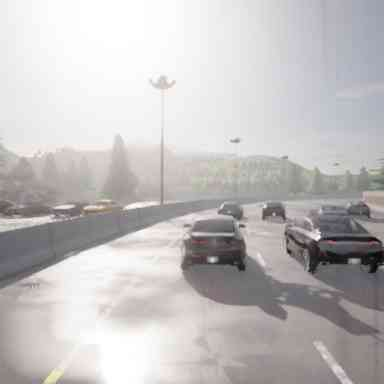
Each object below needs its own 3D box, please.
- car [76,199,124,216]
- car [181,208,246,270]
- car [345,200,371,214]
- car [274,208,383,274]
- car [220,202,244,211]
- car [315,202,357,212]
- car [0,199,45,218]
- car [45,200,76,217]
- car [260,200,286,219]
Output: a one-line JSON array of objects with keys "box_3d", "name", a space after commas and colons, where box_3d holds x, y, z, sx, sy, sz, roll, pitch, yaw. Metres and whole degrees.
[{"box_3d": [-7.531, 1.412, 28.505, 1.882, 1.535, 5.008, 0, 0, 11], "name": "car"}, {"box_3d": [0.728, 1.492, 11.025, 1.837, 1.490, 4.892, 0, 0, 5], "name": "car"}, {"box_3d": [14.410, 1.500, 29.690, 2.128, 1.511, 4.902, 0, 0, 13], "name": "car"}, {"box_3d": [4.200, 1.491, 10.616, 2.128, 1.511, 4.902, 0, 0, 5], "name": "car"}, {"box_3d": [3.340, 1.536, 28.285, 1.994, 1.385, 4.181, 0, 0, 12], "name": "car"}, {"box_3d": [9.359, 1.548, 23.013, 2.033, 1.411, 5.357, 0, 0, 10], "name": "car"}, {"box_3d": [-14.473, 1.475, 29.440, 1.994, 1.385, 4.181, 0, 0, 11], "name": "car"}, {"box_3d": [-10.701, 1.469, 30.548, 2.033, 1.411, 5.357, 0, 0, 12], "name": "car"}, {"box_3d": [6.916, 1.489, 28.338, 1.837, 1.490, 4.892, 0, 0, 12], "name": "car"}]
